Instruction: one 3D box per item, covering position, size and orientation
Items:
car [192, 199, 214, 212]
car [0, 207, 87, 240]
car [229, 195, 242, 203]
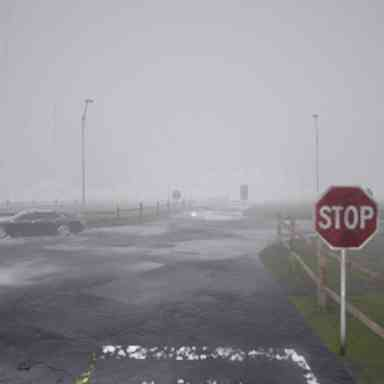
[{"bbox_3d":[1.341,1.495,38.510,1.812,1.442,4.674,0,0,12],"label":"car"},{"bbox_3d":[-8.012,1.591,17.204,4.892,1.490,1.837,0,6,-15],"label":"car"},{"bbox_3d":[8.516,1.412,64.636,1.812,1.442,4.674,0,0,19],"label":"car"}]
